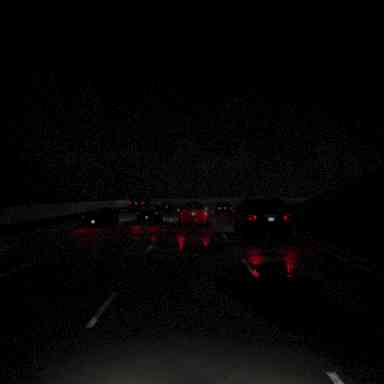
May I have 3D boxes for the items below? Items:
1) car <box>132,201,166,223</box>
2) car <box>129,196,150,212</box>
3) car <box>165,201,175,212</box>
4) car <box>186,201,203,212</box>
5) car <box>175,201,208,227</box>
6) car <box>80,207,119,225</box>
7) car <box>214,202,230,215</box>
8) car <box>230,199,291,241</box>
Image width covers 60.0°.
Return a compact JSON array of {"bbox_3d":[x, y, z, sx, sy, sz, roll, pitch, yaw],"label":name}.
[{"bbox_3d":[-3.406,1.735,27.248,1.812,1.442,4.674,0,0,0],"label":"car"},{"bbox_3d":[-6.758,1.554,43.402,2.150,2.045,5.566,0,0,2],"label":"car"},{"bbox_3d":[-3.099,1.907,44.741,1.994,1.385,4.181,0,0,4],"label":"car"},{"bbox_3d":[0.386,1.906,44.535,1.994,1.385,4.181,0,0,4],"label":"car"},{"bbox_3d":[0.095,1.542,24.768,2.097,1.767,4.553,0,0,0],"label":"car"},{"bbox_3d":[-6.907,1.796,25.425,1.895,1.301,4.718,0,0,0],"label":"car"},{"bbox_3d":[3.612,1.843,38.549,2.033,1.411,5.357,0,0,1],"label":"car"},{"bbox_3d":[3.596,1.359,17.791,2.150,2.045,5.566,0,0,0],"label":"car"}]
